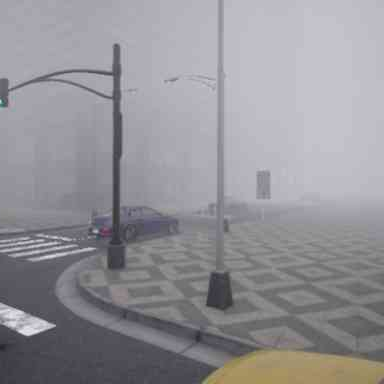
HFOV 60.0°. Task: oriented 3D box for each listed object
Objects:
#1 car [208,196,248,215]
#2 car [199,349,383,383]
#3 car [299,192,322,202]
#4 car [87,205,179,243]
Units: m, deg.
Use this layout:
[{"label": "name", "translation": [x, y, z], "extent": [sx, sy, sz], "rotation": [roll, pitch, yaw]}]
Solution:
[{"label": "car", "translation": [3.158, 1.056, 28.346], "extent": [1.812, 1.442, 4.674], "rotation": [0, 1, 35]}, {"label": "car", "translation": [2.003, 1.526, 1.540], "extent": [4.829, 1.417, 1.752], "rotation": [0, 0, 36]}, {"label": "car", "translation": [16.926, 0.707, 47.355], "extent": [2.033, 1.411, 5.357], "rotation": [0, 1, 36]}, {"label": "car", "translation": [-2.480, 1.308, 14.886], "extent": [1.812, 1.442, 4.674], "rotation": [0, 1, 33]}]
